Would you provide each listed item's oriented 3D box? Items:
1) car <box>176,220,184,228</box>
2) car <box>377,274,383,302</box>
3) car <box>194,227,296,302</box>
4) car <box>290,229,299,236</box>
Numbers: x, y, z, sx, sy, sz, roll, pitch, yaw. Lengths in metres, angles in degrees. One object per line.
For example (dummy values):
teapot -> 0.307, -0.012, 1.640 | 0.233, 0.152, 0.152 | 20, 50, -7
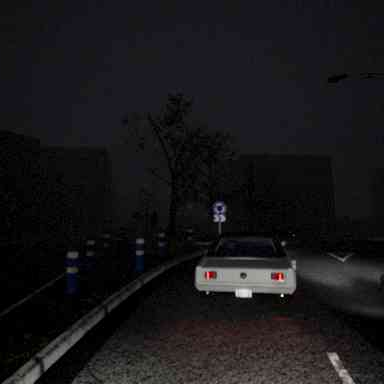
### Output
car -> -2.823, 6.097, 63.800 | 1.812, 1.442, 4.674 | 1, 0, -9
car -> 3.766, 1.563, 3.287 | 1.895, 1.301, 4.718 | -1, 1, 5
car -> 1.396, 1.625, 8.299 | 1.895, 1.301, 4.718 | -1, -2, 12
car -> 9.702, 4.619, 38.035 | 1.895, 1.301, 4.718 | 5, -8, -38
